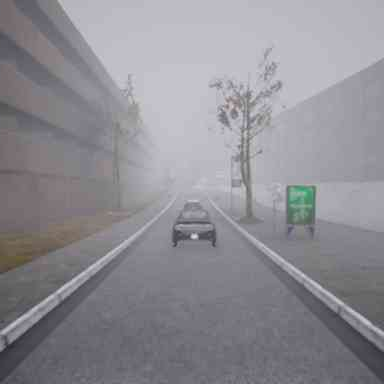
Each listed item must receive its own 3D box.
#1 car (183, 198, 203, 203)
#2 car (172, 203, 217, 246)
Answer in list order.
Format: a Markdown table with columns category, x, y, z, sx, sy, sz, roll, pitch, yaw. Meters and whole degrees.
| category | x | y | z | sx | sy | sz | roll | pitch | yaw |
| --- | --- | --- | --- | --- | --- | --- | --- | --- | --- |
| car | 0.098 | 1.277 | 33.293 | 1.812 | 1.442 | 4.674 | 0 | 2 | 0 |
| car | 0.099 | 1.516 | 15.381 | 2.128 | 1.511 | 4.902 | 0 | 0 | 0 |
